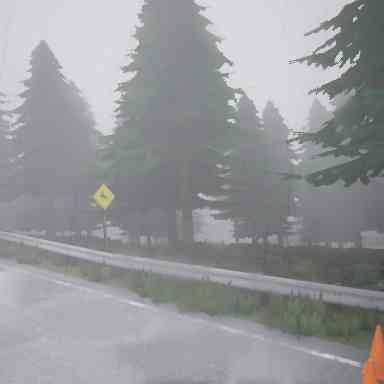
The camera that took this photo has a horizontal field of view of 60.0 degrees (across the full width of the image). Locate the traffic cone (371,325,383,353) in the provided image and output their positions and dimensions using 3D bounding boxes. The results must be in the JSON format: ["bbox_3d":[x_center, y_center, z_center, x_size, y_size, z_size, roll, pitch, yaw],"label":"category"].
[{"bbox_3d":[2.321,1.956,4.130,0.340,0.580,0.340,0,0,34],"label":"traffic cone"}]

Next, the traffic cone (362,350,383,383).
[{"bbox_3d":[1.772,1.956,3.297,0.340,0.580,0.340,0,0,34],"label":"traffic cone"}]
